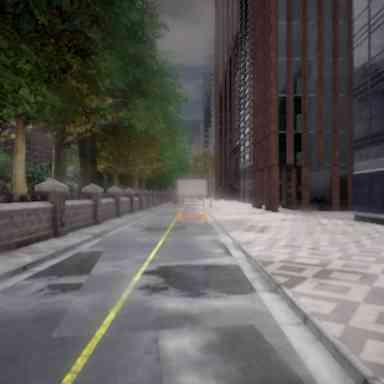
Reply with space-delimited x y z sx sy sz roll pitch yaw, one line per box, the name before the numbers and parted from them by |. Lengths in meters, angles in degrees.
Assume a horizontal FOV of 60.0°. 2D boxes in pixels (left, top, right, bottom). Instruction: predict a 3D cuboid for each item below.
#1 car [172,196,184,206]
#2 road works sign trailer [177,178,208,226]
car | -2.947 1.848 71.736 2.150 2.045 5.566 0 -1 0
road works sign trailer | 0.019 0.704 25.686 2.380 3.560 2.880 0 -1 0
